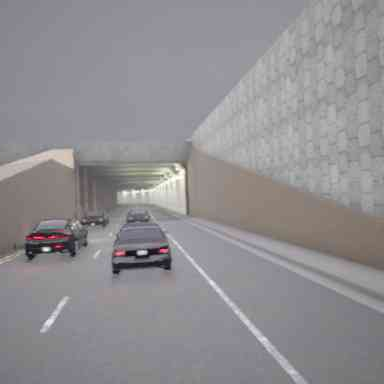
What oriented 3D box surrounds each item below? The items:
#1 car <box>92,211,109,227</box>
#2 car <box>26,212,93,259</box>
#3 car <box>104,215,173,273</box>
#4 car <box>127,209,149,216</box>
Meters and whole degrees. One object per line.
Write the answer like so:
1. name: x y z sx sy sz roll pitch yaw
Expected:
1. car: -8.074 2.265 28.108 1.895 1.301 4.718 -2 -1 -9
2. car: -5.814 1.914 14.754 1.837 1.490 4.892 -2 0 -9
3. car: -1.767 1.764 11.631 2.033 1.411 5.357 -2 -1 -9
4. car: -4.625 2.142 28.690 1.895 1.301 4.718 -2 -1 -9
